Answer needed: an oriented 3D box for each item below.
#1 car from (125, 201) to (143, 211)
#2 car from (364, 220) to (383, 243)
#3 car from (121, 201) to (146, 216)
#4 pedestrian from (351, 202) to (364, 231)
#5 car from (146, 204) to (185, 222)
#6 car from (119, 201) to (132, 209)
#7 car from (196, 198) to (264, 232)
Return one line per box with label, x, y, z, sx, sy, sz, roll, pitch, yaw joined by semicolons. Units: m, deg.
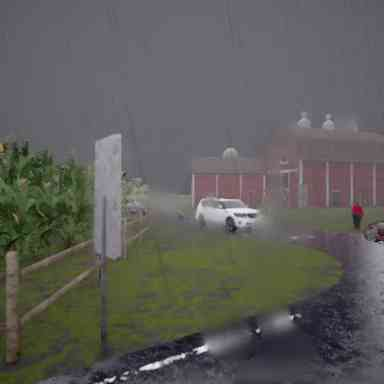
car;-9.447;2.265;53.941;1.882;1.535;5.008;0;-1;-21
car;9.320;1.630;14.176;1.994;1.385;4.181;0;-1;-5
car;-6.811;2.055;39.970;1.837;1.490;4.892;0;-1;-25
pedestrian;10.213;1.461;20.619;0.375;1.860;0.375;-1;0;-32
car;-2.369;1.893;30.885;1.837;1.490;4.892;0;-1;-27
car;-12.827;2.448;63.650;1.837;1.490;4.892;0;-1;-18
car;2.340;1.448;22.295;2.150;2.045;5.566;0;-1;-30
